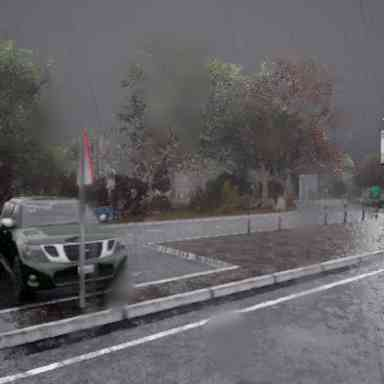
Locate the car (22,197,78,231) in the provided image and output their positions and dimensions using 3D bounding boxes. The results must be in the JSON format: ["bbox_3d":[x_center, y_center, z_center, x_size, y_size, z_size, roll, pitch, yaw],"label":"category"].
[{"bbox_3d":[-8.834,1.250,20.436,2.185,1.767,4.553,0,0,-36],"label":"car"}]

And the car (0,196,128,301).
[{"bbox_3d":[-3.675,1.149,8.684,2.435,2.045,5.566,0,0,-36],"label":"car"}]
